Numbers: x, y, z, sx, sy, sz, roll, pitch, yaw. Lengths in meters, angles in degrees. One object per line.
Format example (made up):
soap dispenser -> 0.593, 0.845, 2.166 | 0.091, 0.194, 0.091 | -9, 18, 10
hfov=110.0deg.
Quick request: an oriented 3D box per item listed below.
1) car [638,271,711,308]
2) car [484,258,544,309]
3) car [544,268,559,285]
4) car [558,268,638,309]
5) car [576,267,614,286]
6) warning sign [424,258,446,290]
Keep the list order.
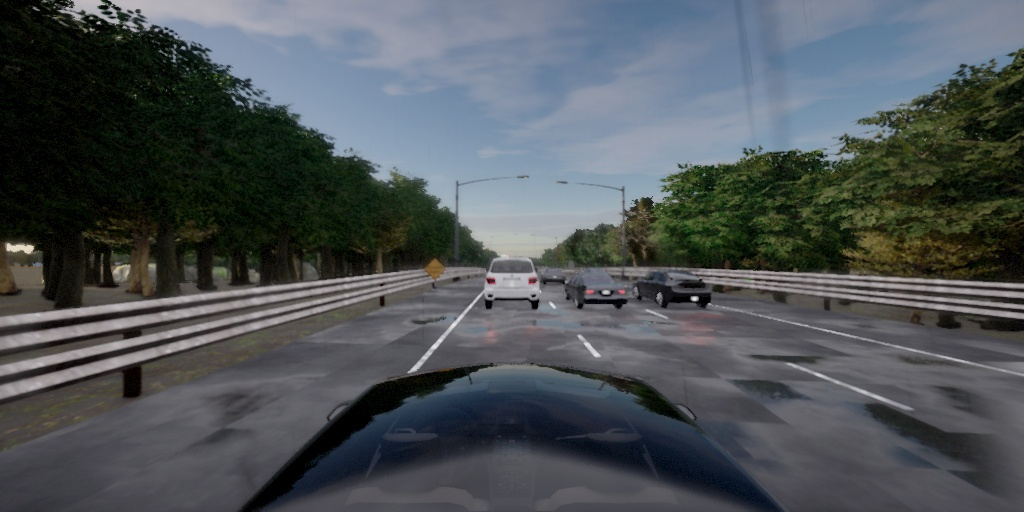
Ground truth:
car -> 7.000, 1.396, 16.159 | 1.837, 1.490, 4.892 | 0, 0, 0
car -> -0.002, 1.102, 15.885 | 2.150, 2.045, 5.566 | 0, 0, 0
car -> 3.498, 1.721, 31.184 | 1.994, 1.385, 4.181 | 0, -1, 0
car -> 3.498, 1.432, 15.839 | 2.033, 1.411, 5.357 | 0, -1, 0
car -> 6.995, 1.696, 30.849 | 2.033, 1.411, 5.357 | 0, -1, 0
warning sign -> -4.554, 1.068, 21.209 | 1.300, 1.860, 1.060 | 0, 0, 0
